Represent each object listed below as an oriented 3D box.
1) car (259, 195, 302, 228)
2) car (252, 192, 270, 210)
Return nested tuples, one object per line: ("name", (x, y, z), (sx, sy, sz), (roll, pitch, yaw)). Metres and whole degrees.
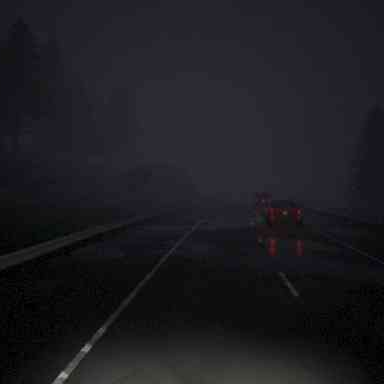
("car", (5.902, 1.285, 22.141), (2.097, 1.767, 4.553), (1, 0, 7))
("car", (8.561, 1.074, 40.744), (2.150, 2.045, 5.566), (1, 0, 9))
